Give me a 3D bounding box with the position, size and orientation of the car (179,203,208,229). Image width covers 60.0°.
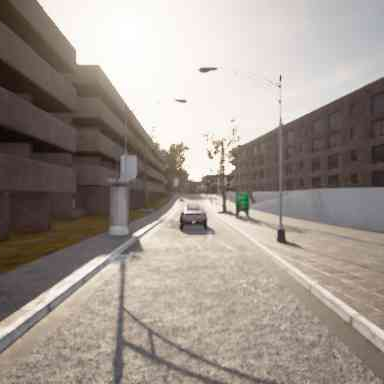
[{"bbox_3d":[0.106,1.754,23.507,2.128,1.511,4.902,0,-1,0],"label":"car"}]
